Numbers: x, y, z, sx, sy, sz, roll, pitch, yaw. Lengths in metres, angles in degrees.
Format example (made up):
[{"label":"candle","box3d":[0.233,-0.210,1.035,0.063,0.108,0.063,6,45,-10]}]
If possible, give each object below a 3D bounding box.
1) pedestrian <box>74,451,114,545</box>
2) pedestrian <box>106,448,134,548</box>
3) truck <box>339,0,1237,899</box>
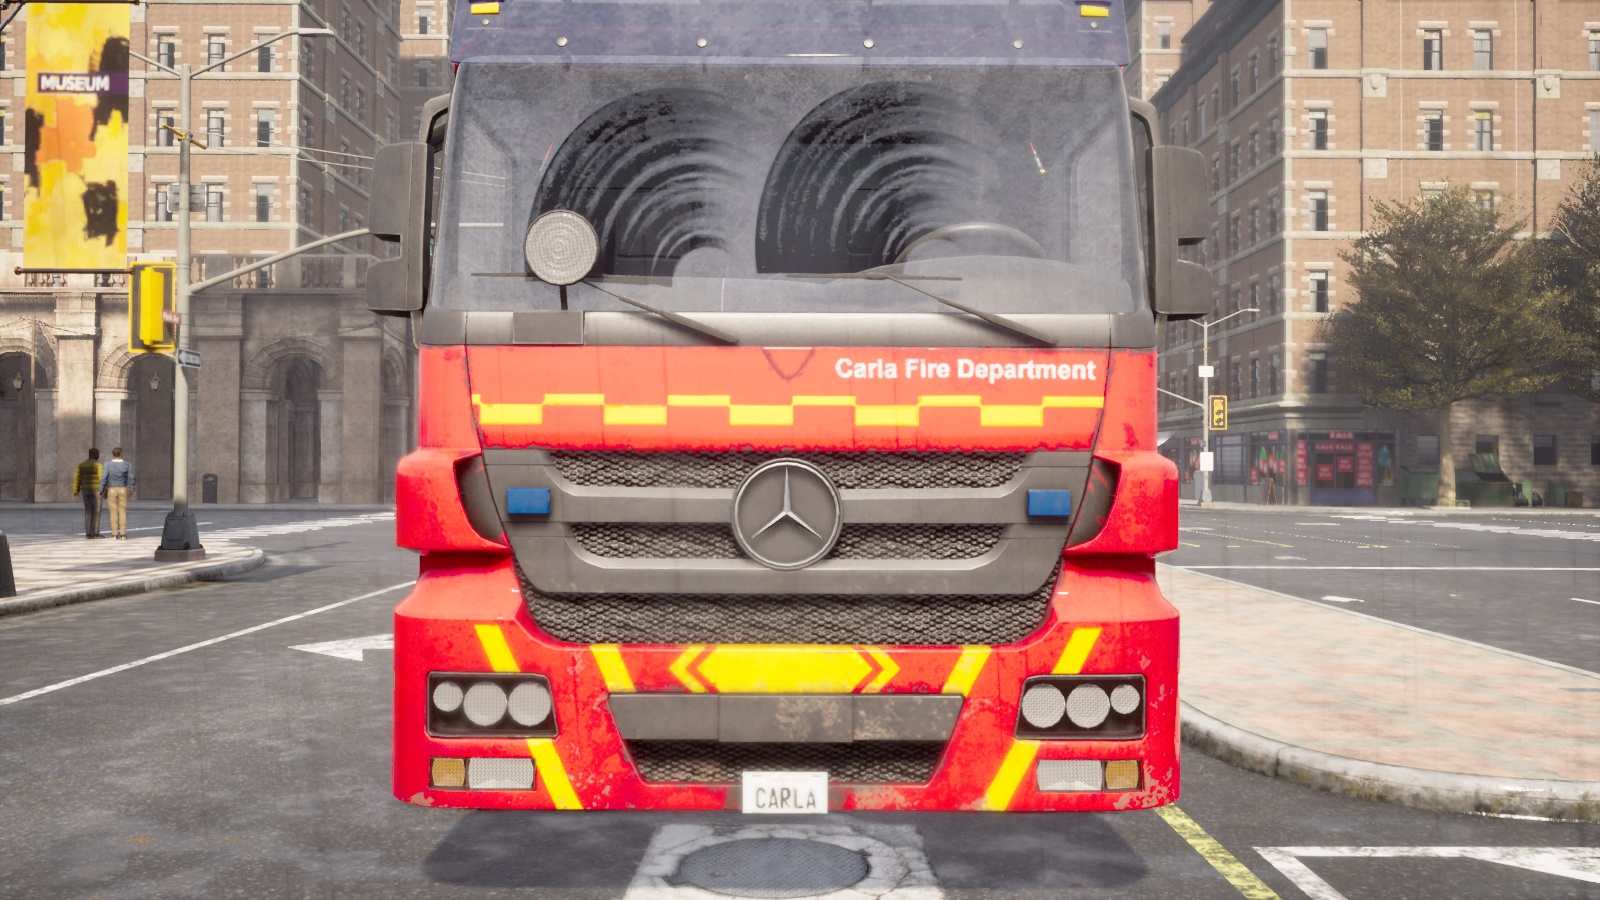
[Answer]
[{"label":"pedestrian","box3d":[-14.035,0.946,24.985,0.370,1.835,0.726,0,-1,0]},{"label":"pedestrian","box3d":[-13.447,0.941,24.820,0.423,1.949,0.788,0,-1,-32]},{"label":"truck","box3d":[-0.054,-0.211,8.305,2.891,3.827,8.468,0,-1,0]}]
